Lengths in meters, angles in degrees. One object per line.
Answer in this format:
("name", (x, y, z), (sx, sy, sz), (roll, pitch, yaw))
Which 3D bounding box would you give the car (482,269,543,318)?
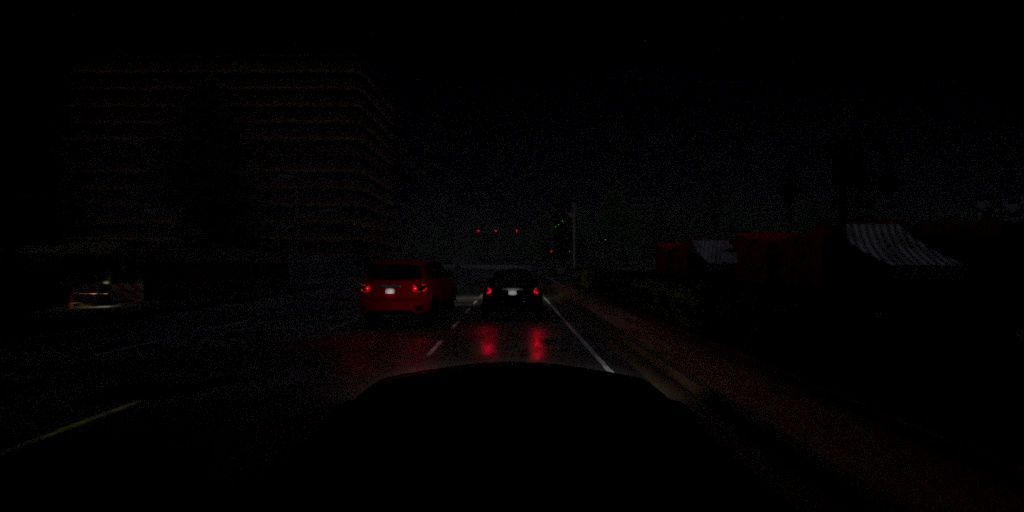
("car", (0.040, 1.273, 14.046), (2.097, 1.767, 4.553), (0, -1, 1))

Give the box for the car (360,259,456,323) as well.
("car", (-3.474, 1.130, 12.960), (2.150, 2.045, 5.566), (0, -1, 0))
